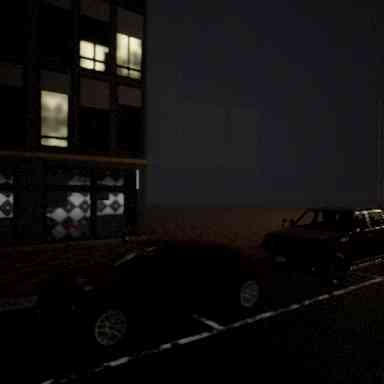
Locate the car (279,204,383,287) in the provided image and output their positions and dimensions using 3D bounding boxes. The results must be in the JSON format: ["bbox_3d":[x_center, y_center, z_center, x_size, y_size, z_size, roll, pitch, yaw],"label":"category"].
[{"bbox_3d":[4.191,1.312,9.537,5.009,1.841,2.192,0,0,-35],"label":"car"}]

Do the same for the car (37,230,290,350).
[{"bbox_3d":[-0.440,1.544,6.238,4.507,1.381,1.887,0,0,-35],"label":"car"}]
